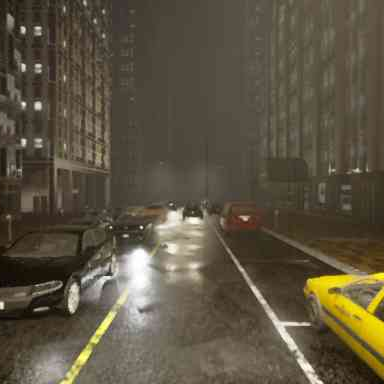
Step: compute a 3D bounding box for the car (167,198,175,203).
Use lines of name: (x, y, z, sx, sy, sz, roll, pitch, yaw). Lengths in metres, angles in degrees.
car: (-5.786, 2.327, 93.497, 2.008, 1.369, 4.403, -1, 0, 0)

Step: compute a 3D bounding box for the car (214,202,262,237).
car: (2.695, 1.488, 19.198, 2.192, 1.841, 5.009, -1, 0, 0)

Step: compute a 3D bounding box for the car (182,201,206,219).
car: (0.070, 1.847, 31.968, 1.994, 1.385, 4.181, 0, -1, 0)

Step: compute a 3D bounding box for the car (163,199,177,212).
car: (-3.044, 1.967, 45.685, 1.994, 1.385, 4.181, 0, -1, 0)

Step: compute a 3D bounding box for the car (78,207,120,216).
car: (-5.858, 1.744, 19.738, 1.947, 1.339, 4.313, -1, -1, 0)

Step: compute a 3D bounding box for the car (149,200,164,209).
car: (-5.717, 2.035, 53.779, 1.947, 1.339, 4.313, -1, 0, 0)

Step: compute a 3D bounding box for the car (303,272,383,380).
car: (2.802, 1.564, 4.115, 1.752, 1.417, 4.829, -1, -1, 0)

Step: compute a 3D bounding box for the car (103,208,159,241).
car: (-3.082, 1.762, 17.784, 1.895, 1.301, 4.718, 0, 0, 0)

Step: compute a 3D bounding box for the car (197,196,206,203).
car: (2.590, 2.090, 93.449, 2.192, 1.841, 5.009, -1, 0, 0)

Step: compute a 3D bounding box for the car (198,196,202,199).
car: (2.613, 2.042, 70.751, 1.967, 1.590, 4.097, -1, 0, 0)

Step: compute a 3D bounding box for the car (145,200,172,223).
car: (-3.048, 1.729, 28.260, 1.882, 1.535, 5.008, 0, 0, 0)

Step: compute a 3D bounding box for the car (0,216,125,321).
car: (-3.099, 1.550, 7.775, 1.882, 1.535, 5.008, 0, -1, 0)

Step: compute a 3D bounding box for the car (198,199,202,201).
car: (0.012, 2.000, 45.517, 1.895, 1.301, 4.718, 0, 0, 0)

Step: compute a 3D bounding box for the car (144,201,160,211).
car: (-5.712, 2.003, 48.106, 1.802, 1.307, 4.206, -1, 0, 0)

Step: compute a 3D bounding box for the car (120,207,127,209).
car: (-5.693, 1.793, 25.412, 1.947, 1.339, 4.313, -1, 0, 0)

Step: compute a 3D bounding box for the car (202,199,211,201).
car: (2.640, 1.923, 42.378, 2.008, 1.369, 4.403, -1, 0, 0)

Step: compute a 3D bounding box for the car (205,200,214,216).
car: (2.645, 1.889, 36.705, 1.947, 1.339, 4.313, -1, 0, 0)

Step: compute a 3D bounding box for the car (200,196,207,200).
car: (2.628, 1.908, 53.728, 1.967, 1.590, 4.097, -1, 0, 0)
